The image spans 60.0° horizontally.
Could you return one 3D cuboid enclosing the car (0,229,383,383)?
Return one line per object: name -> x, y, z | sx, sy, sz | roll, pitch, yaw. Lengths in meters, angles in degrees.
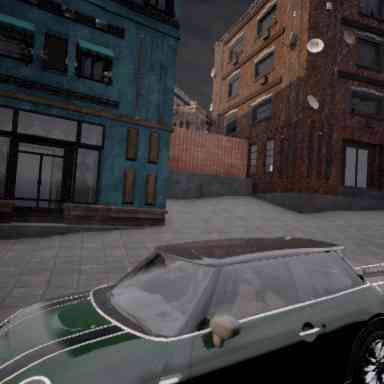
car -> 0.124, 1.365, 3.679 | 4.553, 1.767, 2.097 | 1, 0, -31
